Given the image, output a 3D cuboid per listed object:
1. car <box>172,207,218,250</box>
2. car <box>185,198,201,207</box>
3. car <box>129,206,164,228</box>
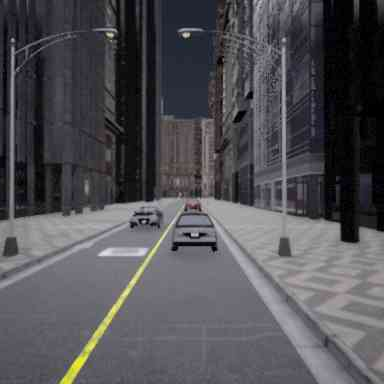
[{"bbox_3d":[0.101,1.617,14.596,2.033,1.411,5.357,0,0,0],"label":"car"},{"bbox_3d":[0.110,1.581,43.525,2.097,1.767,4.553,0,0,0],"label":"car"},{"bbox_3d":[-2.996,1.684,22.763,1.994,1.385,4.181,0,0,0],"label":"car"}]
